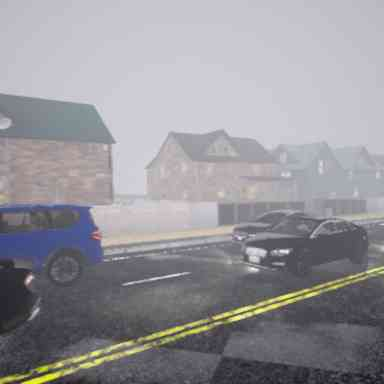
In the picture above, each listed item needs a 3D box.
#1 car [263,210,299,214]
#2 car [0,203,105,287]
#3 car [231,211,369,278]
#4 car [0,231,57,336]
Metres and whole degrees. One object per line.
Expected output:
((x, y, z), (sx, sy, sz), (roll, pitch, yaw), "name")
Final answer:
((3.859, 1.577, 14.587), (4.892, 1.490, 1.837), (0, -1, -36), "car")
((-4.963, 1.330, 8.110), (5.566, 2.045, 2.150), (0, -1, -36), "car")
((3.643, 1.536, 10.400), (4.902, 1.511, 2.128), (0, -1, -36), "car")
((-4.641, 1.570, 4.302), (4.902, 1.511, 2.128), (0, -1, -36), "car")
